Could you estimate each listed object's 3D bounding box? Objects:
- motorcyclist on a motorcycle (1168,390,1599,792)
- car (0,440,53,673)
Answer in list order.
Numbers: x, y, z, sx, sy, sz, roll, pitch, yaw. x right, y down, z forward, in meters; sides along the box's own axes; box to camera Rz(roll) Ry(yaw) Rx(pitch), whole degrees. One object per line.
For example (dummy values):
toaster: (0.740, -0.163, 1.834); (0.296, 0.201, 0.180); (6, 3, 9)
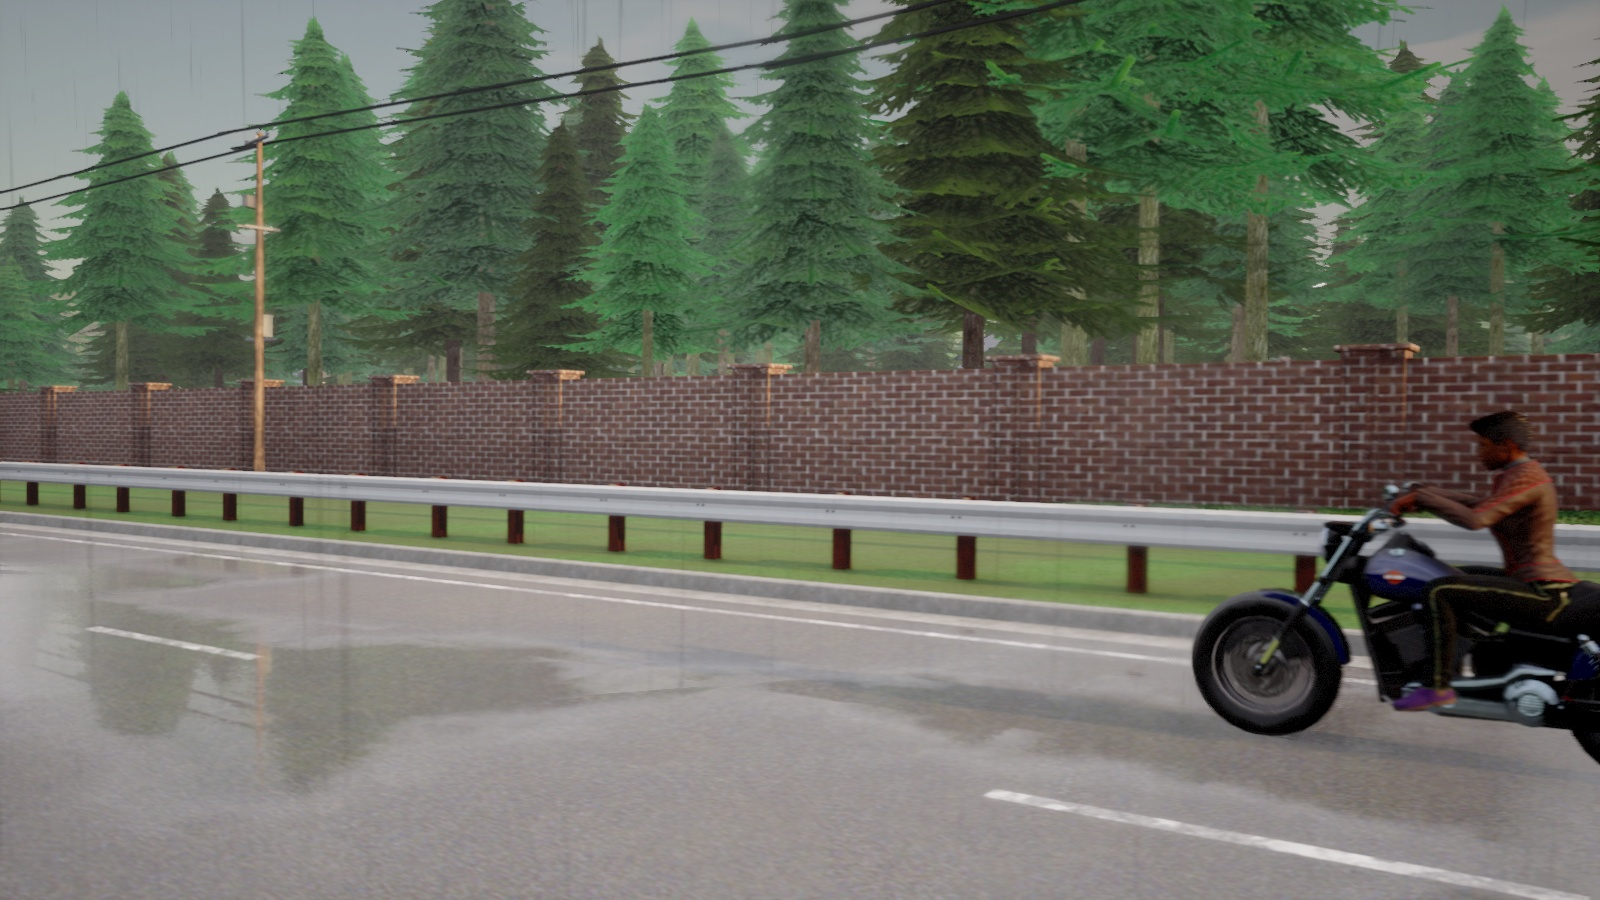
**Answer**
motorcyclist on a motorcycle: (2.996, 0.576, 5.803); (2.350, 1.649, 0.766); (0, 1, 34)
car: (-7.536, 0.697, 8.743); (4.792, 1.488, 2.163); (0, 1, 34)
